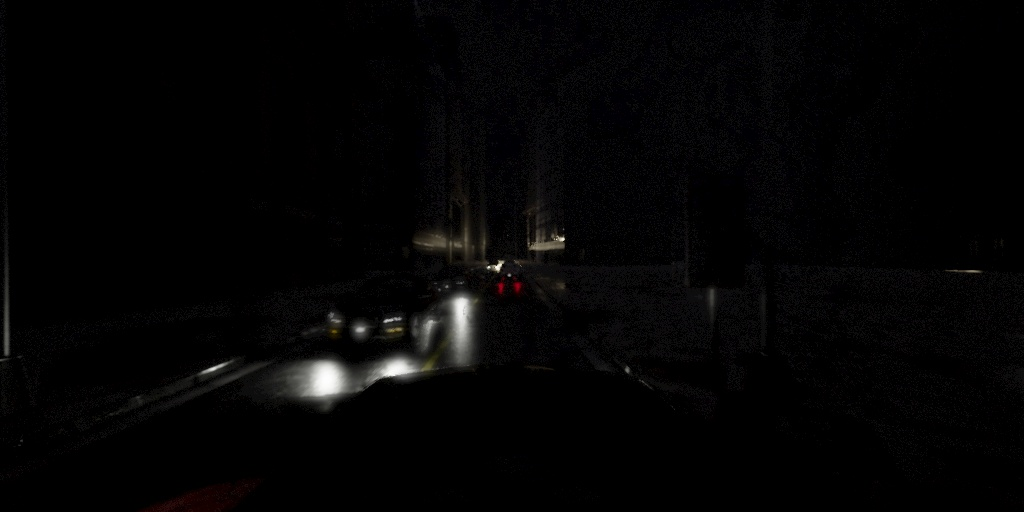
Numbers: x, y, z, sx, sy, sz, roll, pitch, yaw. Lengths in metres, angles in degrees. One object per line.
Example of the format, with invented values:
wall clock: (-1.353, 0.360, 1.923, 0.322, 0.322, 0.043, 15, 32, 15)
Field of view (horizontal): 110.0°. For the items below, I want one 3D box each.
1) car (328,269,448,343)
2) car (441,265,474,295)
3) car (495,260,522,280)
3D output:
car: (-3.158, 1.275, 9.826, 1.837, 1.490, 4.892, 0, 0, -1)
car: (-3.246, 1.282, 20.203, 1.837, 1.490, 4.892, 0, 0, 0)
car: (-0.203, 1.293, 30.845, 1.812, 1.442, 4.674, 0, 0, 0)
